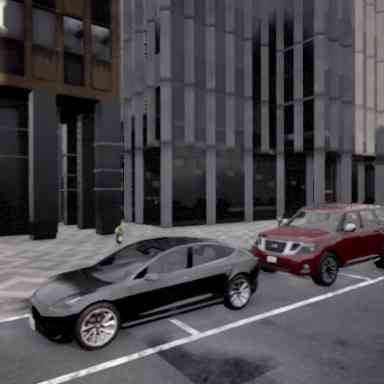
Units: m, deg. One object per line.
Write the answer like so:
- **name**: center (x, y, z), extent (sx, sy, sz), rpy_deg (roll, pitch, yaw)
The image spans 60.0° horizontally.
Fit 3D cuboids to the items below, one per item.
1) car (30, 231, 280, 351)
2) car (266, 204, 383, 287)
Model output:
- **car**: center (-0.612, 1.561, 6.215), extent (4.313, 1.339, 1.947), rpy_deg (0, 0, -36)
- **car**: center (3.975, 1.302, 9.490), extent (5.009, 1.841, 2.192), rpy_deg (0, 0, -36)
